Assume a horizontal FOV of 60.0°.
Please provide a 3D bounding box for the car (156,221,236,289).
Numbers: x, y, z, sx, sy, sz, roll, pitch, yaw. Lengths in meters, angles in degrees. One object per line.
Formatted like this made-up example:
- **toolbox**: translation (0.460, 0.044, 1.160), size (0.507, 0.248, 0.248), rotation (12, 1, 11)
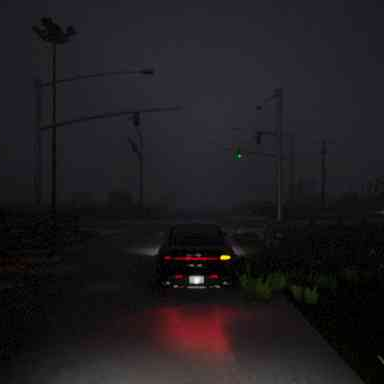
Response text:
- **car**: translation (0.094, 1.559, 9.280), size (1.837, 1.490, 4.892), rotation (0, 0, 0)
